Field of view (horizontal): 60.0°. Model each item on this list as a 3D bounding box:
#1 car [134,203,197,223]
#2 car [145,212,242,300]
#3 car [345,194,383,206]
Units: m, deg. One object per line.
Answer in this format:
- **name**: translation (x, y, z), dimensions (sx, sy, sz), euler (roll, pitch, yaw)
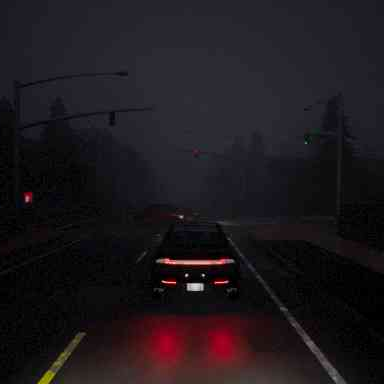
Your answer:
- **car**: translation (-1.803, 1.525, 23.789), dimensions (4.674, 1.442, 1.812), euler (0, 0, -4)
- **car**: translation (0.076, 1.492, 8.398), dimensions (2.128, 1.511, 4.902), euler (0, 0, 0)
- **car**: translation (15.856, 1.202, 28.932), dimensions (5.566, 2.045, 2.150), euler (0, 0, -8)
